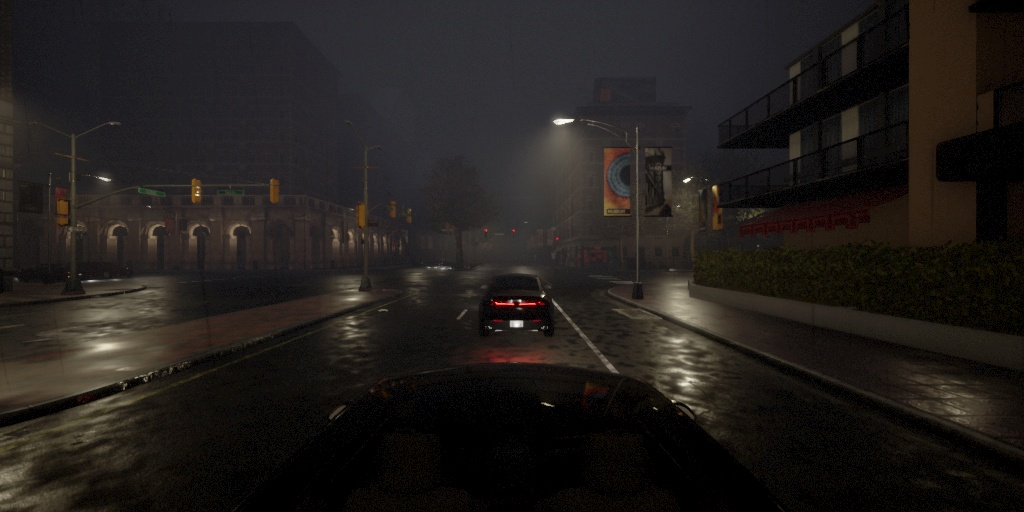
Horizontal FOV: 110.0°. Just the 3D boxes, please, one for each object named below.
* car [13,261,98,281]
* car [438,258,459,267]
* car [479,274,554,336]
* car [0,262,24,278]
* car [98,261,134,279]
[{"bbox_3d":[-36.857,1.314,28.945,4.181,1.385,1.994,0,0,0],"label":"car"},{"bbox_3d":[-11.252,1.351,63.900,1.895,1.301,4.718,0,0,1],"label":"car"},{"bbox_3d":[0.117,1.255,10.360,1.837,1.490,4.892,0,0,0],"label":"car"},{"bbox_3d":[-47.756,1.276,32.487,4.674,1.442,1.812,0,0,1],"label":"car"},{"bbox_3d":[-37.257,1.228,32.445,5.008,1.535,1.882,0,0,0],"label":"car"}]
